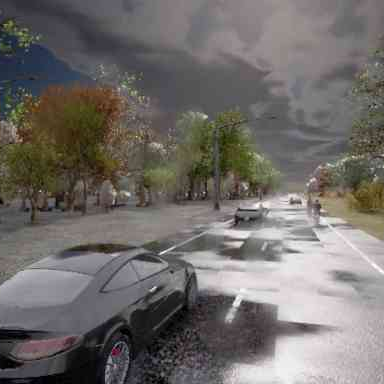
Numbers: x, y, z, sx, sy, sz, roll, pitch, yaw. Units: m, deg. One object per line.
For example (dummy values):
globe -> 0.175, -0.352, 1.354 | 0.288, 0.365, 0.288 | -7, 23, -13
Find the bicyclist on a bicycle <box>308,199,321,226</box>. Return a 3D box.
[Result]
bicyclist on a bicycle -> 8.523, 1.377, 22.739 | 0.659, 1.776, 1.843 | 0, 0, 17

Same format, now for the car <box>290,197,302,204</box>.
car -> 19.130, 1.582, 61.263 | 1.994, 1.385, 4.181 | 0, 0, 16

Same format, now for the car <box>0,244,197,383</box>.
car -> -1.301, 1.526, 5.106 | 1.812, 1.442, 4.674 | 0, 0, 17

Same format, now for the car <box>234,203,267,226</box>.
car -> 4.229, 1.497, 23.627 | 2.128, 1.511, 4.902 | 0, 0, 17

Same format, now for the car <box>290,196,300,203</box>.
car -> 21.914, 1.618, 70.934 | 1.895, 1.301, 4.718 | 0, 0, 17
